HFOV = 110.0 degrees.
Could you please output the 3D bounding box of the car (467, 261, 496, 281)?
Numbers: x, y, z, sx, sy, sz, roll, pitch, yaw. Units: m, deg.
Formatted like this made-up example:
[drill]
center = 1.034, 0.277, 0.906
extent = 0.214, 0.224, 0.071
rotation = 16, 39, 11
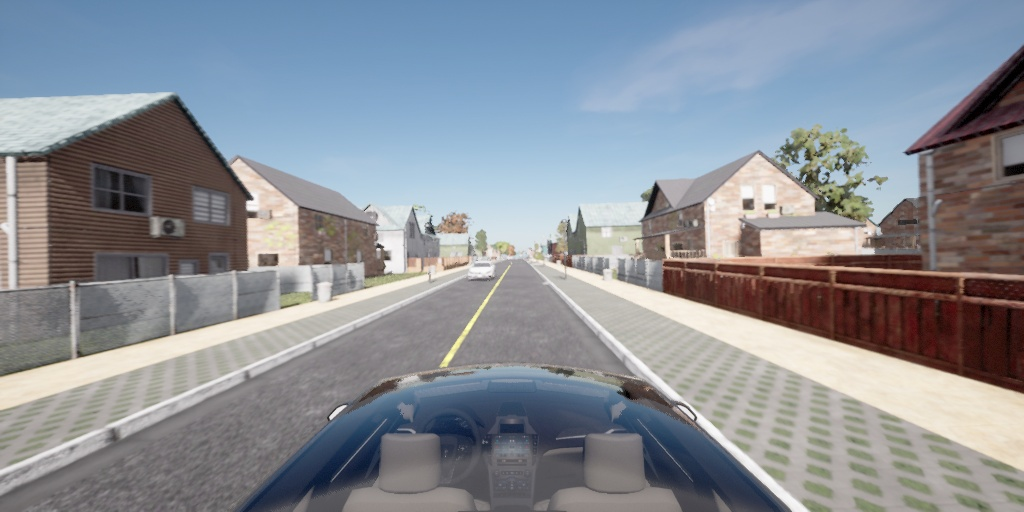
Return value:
[car]
center = -2.255, 1.108, 27.716
extent = 1.812, 1.442, 4.674
rotation = -2, 0, 1
